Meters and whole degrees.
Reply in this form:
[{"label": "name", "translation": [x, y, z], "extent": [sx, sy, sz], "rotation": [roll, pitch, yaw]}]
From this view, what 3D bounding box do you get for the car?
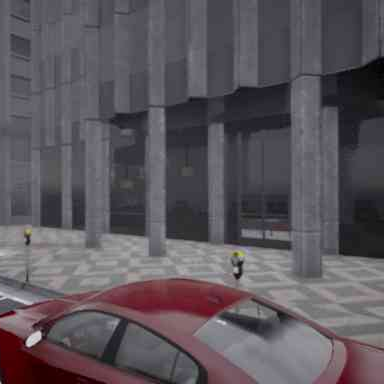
[{"label": "car", "translation": [-0.414, 1.565, 3.254], "extent": [4.507, 1.381, 1.887], "rotation": [-1, 0, 36]}]
